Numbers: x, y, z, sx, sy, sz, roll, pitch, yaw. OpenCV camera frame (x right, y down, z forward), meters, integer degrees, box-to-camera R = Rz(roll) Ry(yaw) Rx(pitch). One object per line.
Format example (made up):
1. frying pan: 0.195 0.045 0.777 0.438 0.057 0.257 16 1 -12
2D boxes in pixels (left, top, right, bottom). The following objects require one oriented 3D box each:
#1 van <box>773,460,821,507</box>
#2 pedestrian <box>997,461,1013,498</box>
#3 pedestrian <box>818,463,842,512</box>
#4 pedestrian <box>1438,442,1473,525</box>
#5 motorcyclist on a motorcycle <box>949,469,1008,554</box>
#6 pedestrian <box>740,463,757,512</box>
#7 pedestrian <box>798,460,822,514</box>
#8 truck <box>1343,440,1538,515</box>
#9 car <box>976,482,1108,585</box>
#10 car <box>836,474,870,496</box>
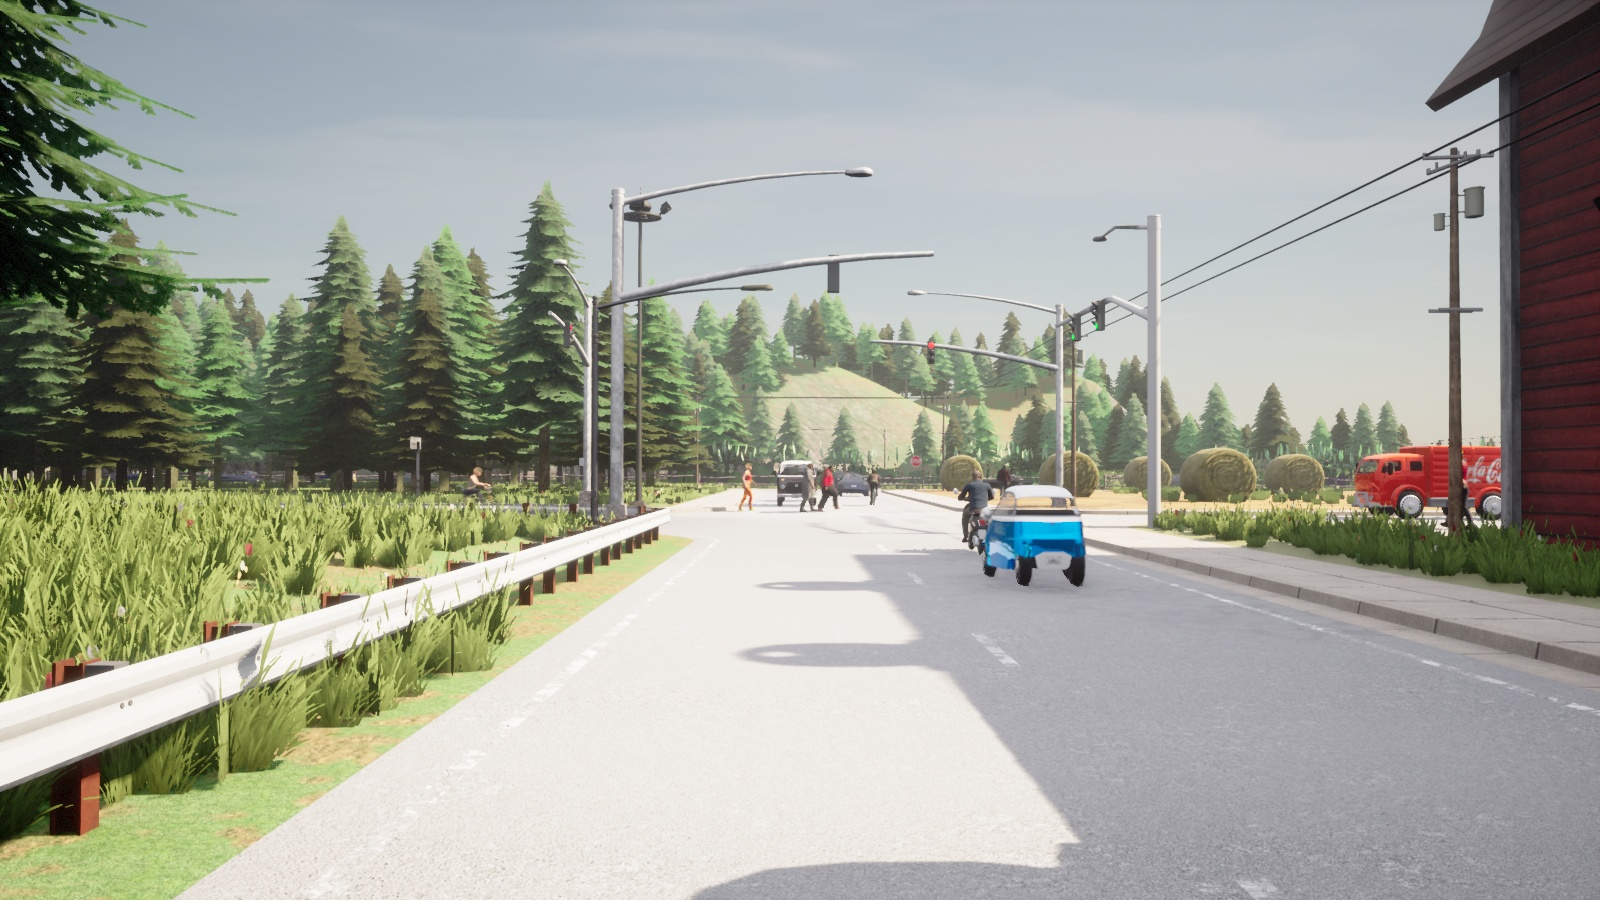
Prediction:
1. van: -0.145 1.484 56.435 2.069 2.038 4.480 0 -1 0
2. pedestrian: 10.292 1.468 63.126 0.634 1.844 0.899 -1 -1 21
3. pedestrian: 1.128 1.399 47.426 0.899 1.844 0.634 0 -1 1
4. pedestrian: 14.783 0.742 28.322 0.331 1.846 0.636 0 -1 -20
5. motorcyclist on a motorcycle: 3.437 1.163 24.369 0.866 1.590 1.817 0 -1 0
6. pedestrian: -1.932 1.409 47.385 0.594 1.836 0.345 0 -1 6
7. pedestrian: 0.365 1.366 46.464 0.873 1.952 0.659 0 -1 2
8. truck: 21.541 0.921 42.414 5.204 2.467 2.627 0 -1 -1
9. car: 3.453 1.162 18.216 1.481 1.376 2.207 0 -1 0
10. car: 3.299 2.185 78.849 1.994 1.385 4.181 0 -1 0
